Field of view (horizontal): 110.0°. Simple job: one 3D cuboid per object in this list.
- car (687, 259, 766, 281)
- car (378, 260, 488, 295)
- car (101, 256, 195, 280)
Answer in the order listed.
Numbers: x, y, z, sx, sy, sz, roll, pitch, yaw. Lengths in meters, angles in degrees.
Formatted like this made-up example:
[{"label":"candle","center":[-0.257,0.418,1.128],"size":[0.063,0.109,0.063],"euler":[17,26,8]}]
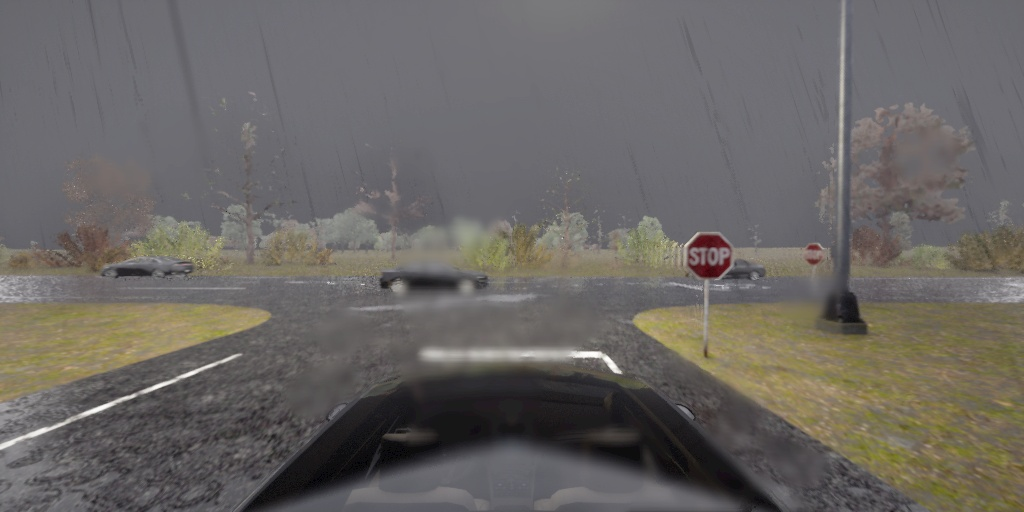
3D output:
[{"label":"car","center":[14.447,0.976,24.315],"size":[4.892,1.490,1.837],"euler":[-1,1,-2]},{"label":"car","center":[-3.628,0.958,16.825],"size":[5.008,1.535,1.882],"euler":[0,1,-1]},{"label":"car","center":[-23.561,0.759,23.267],"size":[4.902,1.511,2.128],"euler":[0,1,-2]}]
